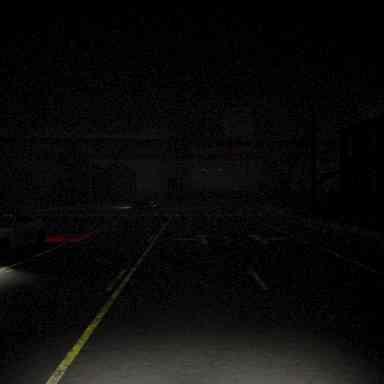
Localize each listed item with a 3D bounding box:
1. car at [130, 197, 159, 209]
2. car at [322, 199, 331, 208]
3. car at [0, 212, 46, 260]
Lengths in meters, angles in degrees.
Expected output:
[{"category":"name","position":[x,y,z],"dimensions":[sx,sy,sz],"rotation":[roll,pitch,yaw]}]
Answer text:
[{"category":"car","position":[-6.566,1.505,45.438],"dimensions":[1.837,1.490,4.892],"rotation":[0,0,-45]},{"category":"car","position":[17.725,1.526,40.149],"dimensions":[4.674,1.442,1.812],"rotation":[0,0,0]},{"category":"car","position":[-7.158,1.526,12.611],"dimensions":[1.812,1.442,4.674],"rotation":[0,0,-1]}]
